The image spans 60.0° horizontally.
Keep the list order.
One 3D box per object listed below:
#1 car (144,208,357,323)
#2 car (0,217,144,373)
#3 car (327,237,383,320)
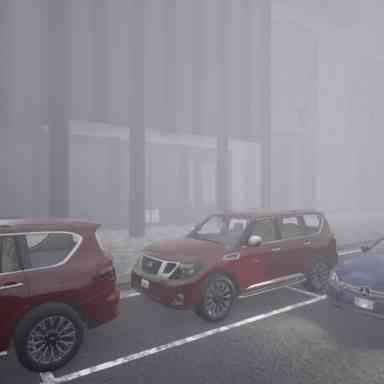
[{"bbox_3d":[1.210,1.314,7.393,5.009,1.841,2.192,0,0,-35],"label":"car"},{"bbox_3d":[-3.382,1.315,4.118,5.009,1.841,2.192,0,0,-35],"label":"car"},{"bbox_3d":[4.651,1.523,6.696,4.674,1.442,1.812,0,0,-35],"label":"car"}]
